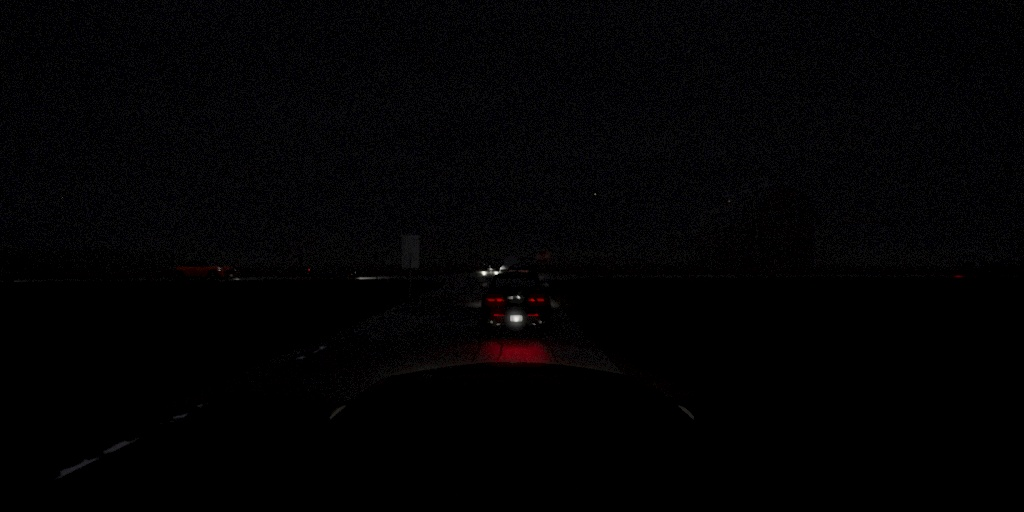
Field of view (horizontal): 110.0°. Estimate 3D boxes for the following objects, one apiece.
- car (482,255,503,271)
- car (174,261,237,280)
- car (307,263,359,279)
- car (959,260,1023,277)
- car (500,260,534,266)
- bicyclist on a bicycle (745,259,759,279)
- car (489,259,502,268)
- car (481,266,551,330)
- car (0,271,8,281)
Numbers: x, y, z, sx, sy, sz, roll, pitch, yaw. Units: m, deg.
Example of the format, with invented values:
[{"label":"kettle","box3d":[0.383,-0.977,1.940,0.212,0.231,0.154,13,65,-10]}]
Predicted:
[{"label":"car","box3d":[-2.792,0.936,48.712,2.150,2.045,5.566,0,0,1]},{"label":"car","box3d":[-27.889,1.237,32.763,4.553,1.767,2.097,-1,-1,0]},{"label":"car","box3d":[-16.325,1.353,32.796,4.181,1.385,1.994,0,-1,0]},{"label":"car","box3d":[44.422,1.126,33.074,4.902,1.511,2.128,0,-1,1]},{"label":"car","box3d":[0.871,1.218,26.591,2.128,1.511,4.902,0,0,12]},{"label":"bicyclist on a bicycle","box3d":[19.994,1.065,29.903,0.582,1.620,1.656,0,0,0]},{"label":"car","box3d":[-2.722,1.215,60.704,1.837,1.490,4.892,0,0,1]},{"label":"car","box3d":[0.109,1.246,11.097,1.837,1.490,4.892,0,0,0]},{"label":"car","box3d":[-48.966,1.609,32.754,4.674,1.442,1.812,-1,-1,0]}]
